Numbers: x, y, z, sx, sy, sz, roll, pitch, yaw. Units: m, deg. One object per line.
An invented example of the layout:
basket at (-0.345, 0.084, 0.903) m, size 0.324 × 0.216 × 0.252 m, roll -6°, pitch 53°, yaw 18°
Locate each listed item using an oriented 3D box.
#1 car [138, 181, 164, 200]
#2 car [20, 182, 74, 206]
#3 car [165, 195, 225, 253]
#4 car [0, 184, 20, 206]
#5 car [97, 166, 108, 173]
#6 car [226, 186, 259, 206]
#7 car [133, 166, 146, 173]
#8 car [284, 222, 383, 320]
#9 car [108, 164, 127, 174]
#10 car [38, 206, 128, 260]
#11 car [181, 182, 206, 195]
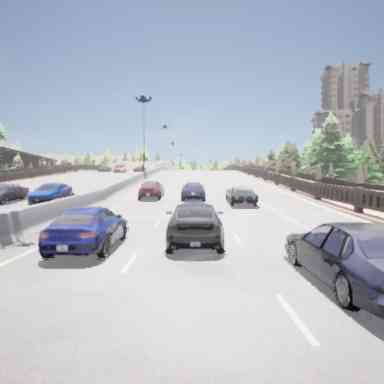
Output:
car at (-3.398, -0.228, 27.955) m, size 1.812 × 1.442 × 4.674 m, roll 0°, pitch 6°, yaw 0°
car at (-10.594, 0.027, 25.159) m, size 1.882 × 1.535 × 5.008 m, roll 0°, pitch 6°, yaw 0°
car at (0.097, 1.124, 11.962) m, size 1.837 × 1.490 × 4.892 m, roll 0°, pitch 3°, yaw 0°
car at (-14.096, 0.119, 24.960) m, size 2.033 × 1.411 × 5.357 m, roll 0°, pitch 6°, yaw 0°
car at (-17.490, -4.575, 66.582) m, size 1.994 × 1.385 × 4.181 m, roll 0°, pitch 6°, yaw 0°
car at (3.599, 0.202, 24.711) m, size 1.895 × 1.301 × 4.718 m, roll 0°, pitch 6°, yaw 0°
car at (-10.495, -4.573, 66.602) m, size 1.994 × 1.385 × 4.181 m, roll 0°, pitch 6°, yaw 0°
car at (3.595, 1.379, 7.296) m, size 2.033 × 1.411 × 5.357 m, roll 0°, pitch 2°, yaw 0°
car at (-13.998, -4.503, 64.170) m, size 2.097 × 1.767 × 4.553 m, roll 0°, pitch 6°, yaw 0°
car at (-3.403, 1.192, 11.023) m, size 1.812 × 1.442 × 4.674 m, roll 0°, pitch 3°, yaw 0°
car at (0.099, -0.138, 27.502) m, size 1.994 × 1.385 × 4.181 m, roll 0°, pitch 6°, yaw 0°
